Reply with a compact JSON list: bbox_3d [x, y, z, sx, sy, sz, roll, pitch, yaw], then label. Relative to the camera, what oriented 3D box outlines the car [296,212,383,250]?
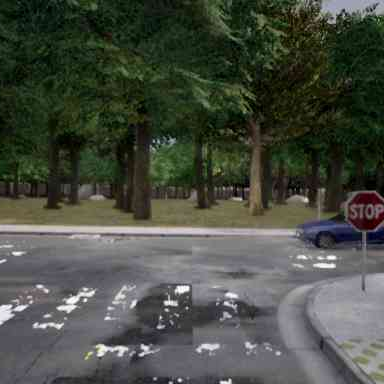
[{"bbox_3d":[6.774,1.535,13.922,4.674,1.442,1.812,0,1,0],"label":"car"}]
